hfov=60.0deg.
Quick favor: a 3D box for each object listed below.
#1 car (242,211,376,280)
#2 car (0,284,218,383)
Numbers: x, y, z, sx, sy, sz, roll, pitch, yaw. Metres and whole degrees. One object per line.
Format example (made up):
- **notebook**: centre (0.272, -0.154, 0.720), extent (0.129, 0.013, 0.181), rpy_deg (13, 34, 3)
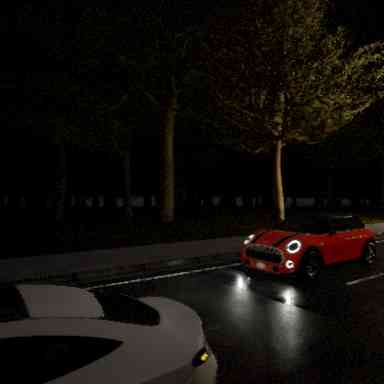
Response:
- **car**: centre (3.691, 1.422, 10.308), extent (4.553, 1.767, 2.097), rpy_deg (1, 0, -35)
- **car**: centre (-1.918, 1.523, 2.315), extent (4.674, 1.442, 1.812), rpy_deg (1, 0, -35)
